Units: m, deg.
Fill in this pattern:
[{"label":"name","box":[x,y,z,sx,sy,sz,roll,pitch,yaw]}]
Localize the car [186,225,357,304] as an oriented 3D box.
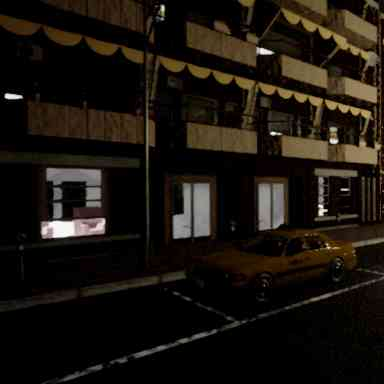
[{"label":"car","box":[2.117,1.516,8.077,4.829,1.417,1.752,0,0,-36]}]
